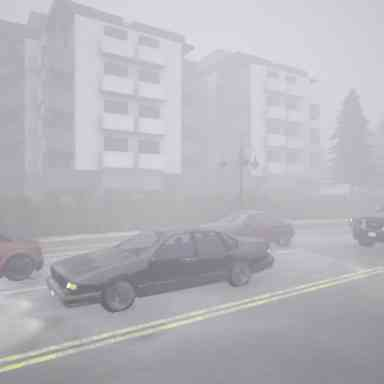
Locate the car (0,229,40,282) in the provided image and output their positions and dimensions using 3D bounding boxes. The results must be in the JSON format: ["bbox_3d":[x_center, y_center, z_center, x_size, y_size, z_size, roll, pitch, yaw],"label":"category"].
[{"bbox_3d":[-5.987,1.564,8.327,4.181,1.385,1.994,0,0,-33],"label":"car"}]

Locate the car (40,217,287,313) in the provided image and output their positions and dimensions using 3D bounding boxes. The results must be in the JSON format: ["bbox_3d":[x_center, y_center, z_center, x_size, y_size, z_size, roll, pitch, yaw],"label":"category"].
[{"bbox_3d":[-0.443,1.543,7.832,5.357,1.411,2.033,0,0,-33],"label":"car"}]

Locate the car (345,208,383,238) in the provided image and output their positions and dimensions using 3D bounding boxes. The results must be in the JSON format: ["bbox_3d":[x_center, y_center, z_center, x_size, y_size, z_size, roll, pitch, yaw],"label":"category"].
[{"bbox_3d":[10.843,1.581,18.060,4.718,1.301,1.895,0,0,-22],"label":"car"}]

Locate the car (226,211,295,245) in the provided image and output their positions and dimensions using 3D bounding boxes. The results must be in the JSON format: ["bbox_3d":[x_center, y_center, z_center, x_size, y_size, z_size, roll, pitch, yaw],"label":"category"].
[{"bbox_3d":[2.162,1.515,13.506,4.674,1.442,1.812,0,0,-31],"label":"car"}]

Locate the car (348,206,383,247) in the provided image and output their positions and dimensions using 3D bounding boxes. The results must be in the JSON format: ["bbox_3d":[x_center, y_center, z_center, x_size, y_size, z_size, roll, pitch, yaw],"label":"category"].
[{"bbox_3d":[9.077,1.207,13.440,5.566,2.045,2.150,0,0,-27],"label":"car"}]
